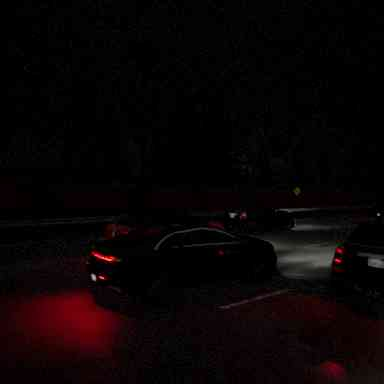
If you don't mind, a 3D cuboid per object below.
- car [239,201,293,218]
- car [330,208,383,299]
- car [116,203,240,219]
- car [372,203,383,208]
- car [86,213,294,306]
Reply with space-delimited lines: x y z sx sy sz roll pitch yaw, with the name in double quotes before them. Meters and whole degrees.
"car" 3.927 1.352 19.551 4.553 1.767 2.097 0 0 -36
"car" 5.174 1.354 7.490 4.553 1.767 2.097 0 0 -36
"car" -0.766 1.353 11.838 4.553 1.767 2.097 0 0 -35
"car" 17.614 1.602 29.480 4.718 1.301 1.895 0 0 -36
"car" -0.007 1.491 8.063 4.902 1.511 2.128 0 0 -36
